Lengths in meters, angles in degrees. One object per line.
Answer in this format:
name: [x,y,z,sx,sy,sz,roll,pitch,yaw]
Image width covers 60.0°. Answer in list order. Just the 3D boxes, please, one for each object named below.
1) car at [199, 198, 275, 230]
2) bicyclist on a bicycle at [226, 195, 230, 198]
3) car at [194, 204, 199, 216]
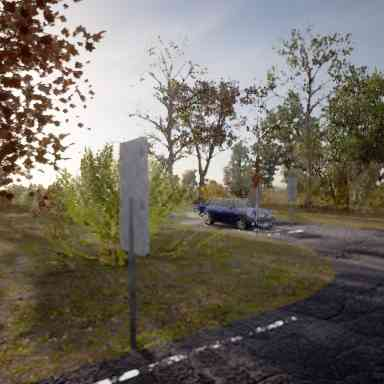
car: [2.760,1.174,19.901,2.097,1.767,4.553,-1,2,-35]
bicyclist on a bicycle: [3.221,1.095,29.626,1.656,1.620,0.582,0,1,-36]
car: [2.078,1.178,26.013,1.882,1.535,5.008,-1,1,-35]
